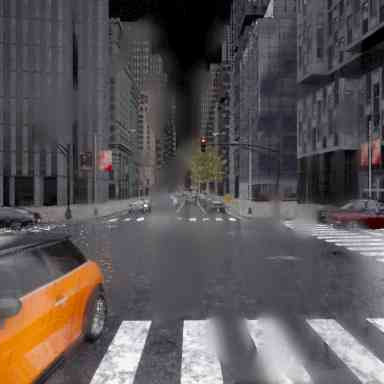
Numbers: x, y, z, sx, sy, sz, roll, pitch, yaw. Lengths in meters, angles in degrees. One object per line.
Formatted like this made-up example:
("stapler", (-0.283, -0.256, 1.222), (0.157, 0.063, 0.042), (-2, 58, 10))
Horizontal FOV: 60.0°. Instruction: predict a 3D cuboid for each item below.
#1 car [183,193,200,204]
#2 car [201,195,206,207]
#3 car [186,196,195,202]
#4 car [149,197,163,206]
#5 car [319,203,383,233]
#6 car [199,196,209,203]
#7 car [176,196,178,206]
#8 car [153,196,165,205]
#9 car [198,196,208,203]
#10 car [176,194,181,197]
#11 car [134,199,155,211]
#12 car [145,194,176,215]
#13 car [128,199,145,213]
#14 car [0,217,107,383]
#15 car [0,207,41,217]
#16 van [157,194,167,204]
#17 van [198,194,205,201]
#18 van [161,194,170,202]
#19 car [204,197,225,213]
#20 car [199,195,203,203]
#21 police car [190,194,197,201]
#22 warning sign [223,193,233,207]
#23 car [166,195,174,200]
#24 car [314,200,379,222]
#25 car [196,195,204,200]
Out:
("car", (-0.153, 1.505, 61.603), (2.128, 1.511, 4.902), (0, 0, 0))
("car", (2.598, 1.553, 47.273), (1.887, 1.381, 4.507), (0, 0, 0))
("car", (-0.334, 1.549, 74.858), (1.812, 1.442, 4.674), (0, 0, 0))
("car", (-5.981, 1.579, 55.898), (1.947, 1.339, 4.313), (0, 0, 0))
("car", (9.634, 1.400, 17.670), (4.718, 1.301, 1.895), (-1, 0, 0))
("car", (2.467, 1.545, 68.048), (1.752, 1.417, 4.829), (0, 0, 0))
("car", (-3.241, 1.609, 44.598), (1.895, 1.301, 4.718), (0, 0, 0))
("car", (-6.014, 1.541, 61.141), (1.752, 1.417, 4.829), (0, 0, 0))
("car", (2.435, 1.589, 73.168), (1.947, 1.339, 4.313), (0, 0, 0))
("car", (-3.293, 1.538, 54.640), (1.812, 1.442, 4.674), (0, 0, 0))
("car", (-5.889, 1.557, 41.326), (2.008, 1.369, 4.403), (0, 0, 0))
("car", (-3.178, 1.226, 34.646), (2.150, 2.045, 5.566), (0, 0, 0))
("car", (-5.858, 1.556, 36.334), (2.008, 1.369, 4.403), (0, 0, 0))
("car", (-2.606, 1.362, 3.553), (2.097, 1.767, 4.553), (0, 0, 6))
("car", (-11.898, 1.694, 20.857), (4.674, 1.442, 1.812), (-2, 0, 0))
("van", (-6.050, 1.360, 66.724), (1.690, 1.788, 3.998), (0, 0, 0))
("van", (2.368, 1.373, 83.745), (1.690, 1.788, 3.998), (0, 0, 0))
("van", (-6.118, 1.368, 77.551), (1.690, 1.788, 3.998), (0, 0, 0))
("car", (2.667, 1.556, 36.385), (2.008, 1.369, 4.403), (0, 0, 0))
("car", (2.564, 1.562, 52.718), (2.008, 1.369, 4.403), (0, 0, 0))
("police car", (0.465, 1.464, 90.560), (1.930, 1.638, 5.238), (0, 0, 0))
("warning sign", (4.918, 1.123, 45.475), (1.300, 1.860, 1.060), (0, 0, 0))
("car", (-6.220, 1.624, 93.789), (1.802, 1.307, 4.206), (0, 0, 0))
("car", (10.316, 1.260, 20.925), (5.008, 1.535, 1.882), (-1, 0, 0))
("car", (2.302, 1.593, 94.323), (2.008, 1.369, 4.403), (0, 0, 0))
